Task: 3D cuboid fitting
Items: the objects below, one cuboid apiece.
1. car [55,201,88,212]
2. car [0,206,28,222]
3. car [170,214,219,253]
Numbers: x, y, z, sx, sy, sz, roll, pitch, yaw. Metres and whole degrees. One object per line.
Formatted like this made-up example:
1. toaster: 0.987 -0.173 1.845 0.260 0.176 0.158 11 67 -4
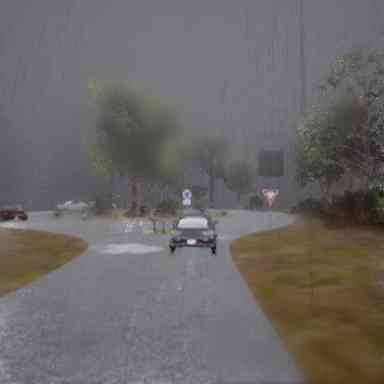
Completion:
1. car: -17.005 1.975 47.039 1.812 1.442 4.674 0 -1 36
2. car: -16.208 1.884 29.649 1.895 1.301 4.718 0 -1 -41
3. car: 0.163 1.664 14.383 1.812 1.442 4.674 0 0 5
